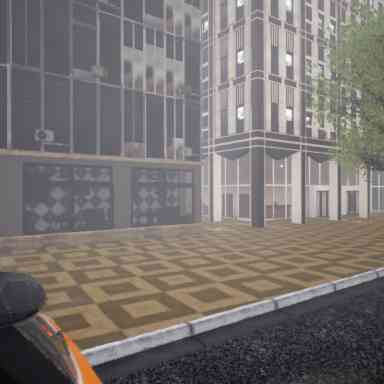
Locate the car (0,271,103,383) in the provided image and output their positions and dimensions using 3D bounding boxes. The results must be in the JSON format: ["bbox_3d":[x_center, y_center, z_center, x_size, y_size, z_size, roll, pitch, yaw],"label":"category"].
[{"bbox_3d":[-2.556,1.352,1.243,4.553,1.767,2.097,0,0,-36],"label":"car"}]
